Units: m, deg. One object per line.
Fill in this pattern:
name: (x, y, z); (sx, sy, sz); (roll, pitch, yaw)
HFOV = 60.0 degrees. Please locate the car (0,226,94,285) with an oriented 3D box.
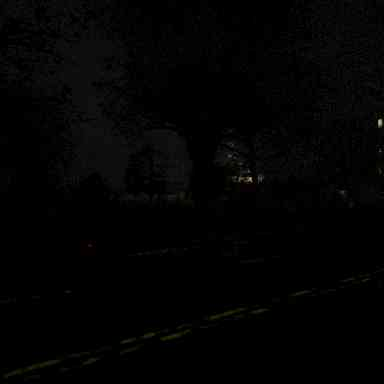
car: (-4.666, 1.567, 8.340); (4.181, 1.385, 1.994); (0, 0, -35)
